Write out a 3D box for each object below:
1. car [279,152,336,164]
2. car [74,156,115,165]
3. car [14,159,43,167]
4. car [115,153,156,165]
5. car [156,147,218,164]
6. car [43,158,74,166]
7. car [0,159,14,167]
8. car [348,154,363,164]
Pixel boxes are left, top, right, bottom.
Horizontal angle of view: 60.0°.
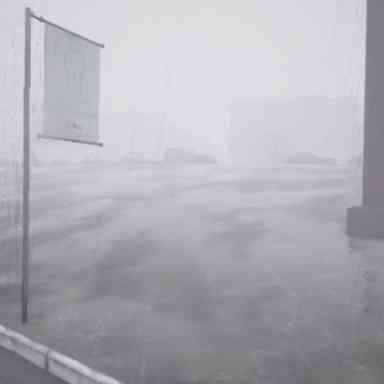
[{"bbox_3d":[9.923,-2.703,28.754,4.674,1.452,2.002,2,1,22],"label":"car"},{"bbox_3d":[-10.441,-3.360,37.782,4.892,1.521,2.231,1,1,27],"label":"car"},{"bbox_3d":[-20.136,-3.533,42.848,4.792,1.488,2.163,1,1,29],"label":"car"},{"bbox_3d":[-5.360,-3.363,35.339,4.553,1.767,2.185,1,1,26],"label":"car"},{"bbox_3d":[-0.259,-3.344,33.000,5.566,2.045,2.435,2,1,25],"label":"car"},{"bbox_3d":[-15.272,-3.421,40.241,4.674,1.452,2.002,1,1,28],"label":"car"},{"bbox_3d":[-25.129,-3.793,45.648,4.553,1.767,2.185,1,1,31],"label":"car"},{"bbox_3d":[15.093,-2.494,26.769,4.674,1.452,2.002,2,1,21],"label":"car"}]
